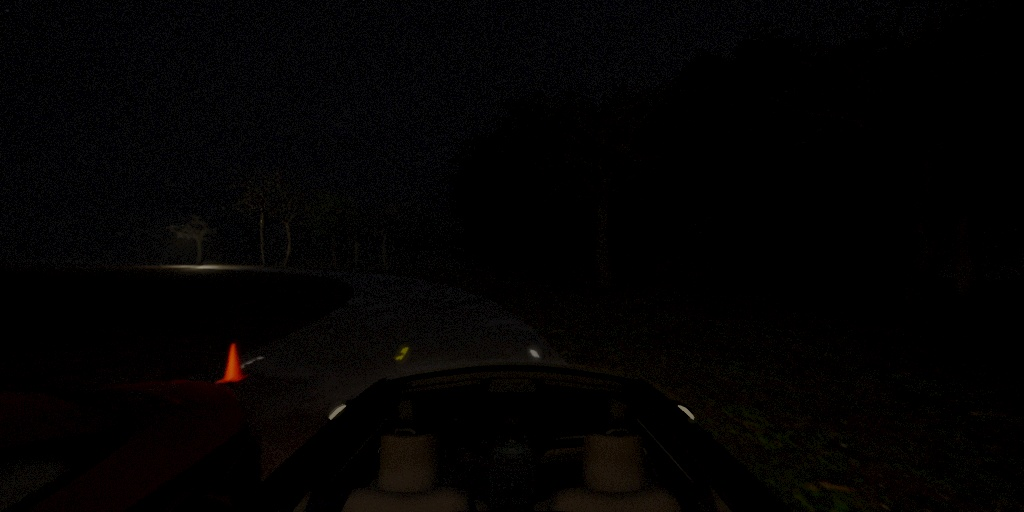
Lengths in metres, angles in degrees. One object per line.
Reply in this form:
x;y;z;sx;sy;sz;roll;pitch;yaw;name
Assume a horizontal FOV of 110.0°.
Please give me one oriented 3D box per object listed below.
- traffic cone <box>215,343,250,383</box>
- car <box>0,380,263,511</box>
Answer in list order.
-4.599;1.739;5.918;0.340;0.580;0.340;0;0;-6;traffic cone
-2.531;1.265;0.537;1.812;1.442;4.674;0;-1;-1;car
